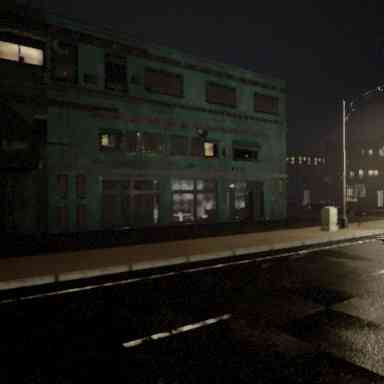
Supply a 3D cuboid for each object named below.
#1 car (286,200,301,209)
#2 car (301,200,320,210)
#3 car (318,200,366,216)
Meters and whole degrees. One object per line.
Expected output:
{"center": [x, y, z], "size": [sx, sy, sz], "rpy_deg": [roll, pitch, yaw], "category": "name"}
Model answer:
{"center": [15.184, 1.929, 51.969], "size": [1.802, 1.307, 4.206], "rpy_deg": [-1, 0, -35], "category": "car"}
{"center": [18.394, 1.835, 47.460], "size": [2.008, 1.369, 4.403], "rpy_deg": [-1, 0, -35], "category": "car"}
{"center": [16.309, 1.834, 35.732], "size": [1.947, 1.339, 4.313], "rpy_deg": [-1, 0, -35], "category": "car"}
